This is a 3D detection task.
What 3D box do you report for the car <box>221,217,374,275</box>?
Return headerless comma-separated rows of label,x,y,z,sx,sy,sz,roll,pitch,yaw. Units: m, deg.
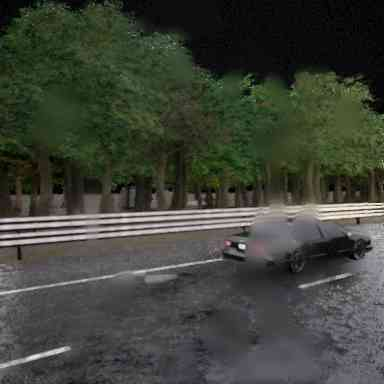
car,3.429,1.504,10.327,5.357,1.411,2.033,0,0,-34
